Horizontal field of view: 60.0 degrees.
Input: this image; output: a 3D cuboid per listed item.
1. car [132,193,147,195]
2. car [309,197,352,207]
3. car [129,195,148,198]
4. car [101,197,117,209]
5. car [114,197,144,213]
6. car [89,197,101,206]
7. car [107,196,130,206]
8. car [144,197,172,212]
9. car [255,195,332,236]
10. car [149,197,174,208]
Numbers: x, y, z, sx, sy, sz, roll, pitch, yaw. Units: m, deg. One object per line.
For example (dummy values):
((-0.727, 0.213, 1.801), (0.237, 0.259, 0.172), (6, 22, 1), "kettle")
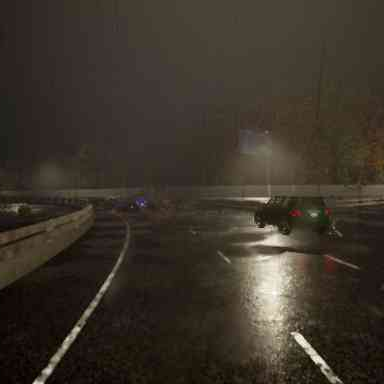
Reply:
((-9.602, 1.236, 58.407), (2.150, 2.045, 5.566), (0, 0, -34), "car")
((20.015, 1.414, 48.098), (5.357, 1.411, 2.033), (0, 0, 2), "car")
((-7.941, 1.542, 48.089), (1.812, 1.442, 4.674), (0, 0, -28), "car")
((-10.750, 1.565, 45.886), (1.812, 1.442, 4.674), (0, 0, -28), "car")
((-7.247, 1.584, 37.948), (1.994, 1.385, 4.181), (0, 0, -21), "car")
((-15.572, 1.572, 54.759), (1.837, 1.490, 4.892), (0, 0, -34), "car")
((-12.578, 1.535, 56.571), (2.128, 1.511, 4.902), (0, 0, -34), "car")
((-4.149, 1.597, 39.616), (1.895, 1.301, 4.718), (0, 0, -21), "car")
((5.316, 1.169, 18.335), (2.150, 2.045, 5.566), (0, 0, -10), "car")
((-4.619, 1.496, 49.305), (1.837, 1.490, 4.892), (0, 0, -28), "car")
